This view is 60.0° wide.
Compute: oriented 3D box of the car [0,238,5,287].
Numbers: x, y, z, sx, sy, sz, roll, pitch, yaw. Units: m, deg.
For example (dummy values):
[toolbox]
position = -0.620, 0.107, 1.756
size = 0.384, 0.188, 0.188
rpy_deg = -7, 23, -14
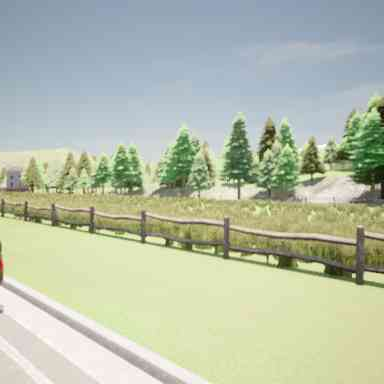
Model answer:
[car]
position = -5.853, 1.106, 6.988
size = 5.566, 2.045, 2.150
rpy_deg = 1, 1, 43
